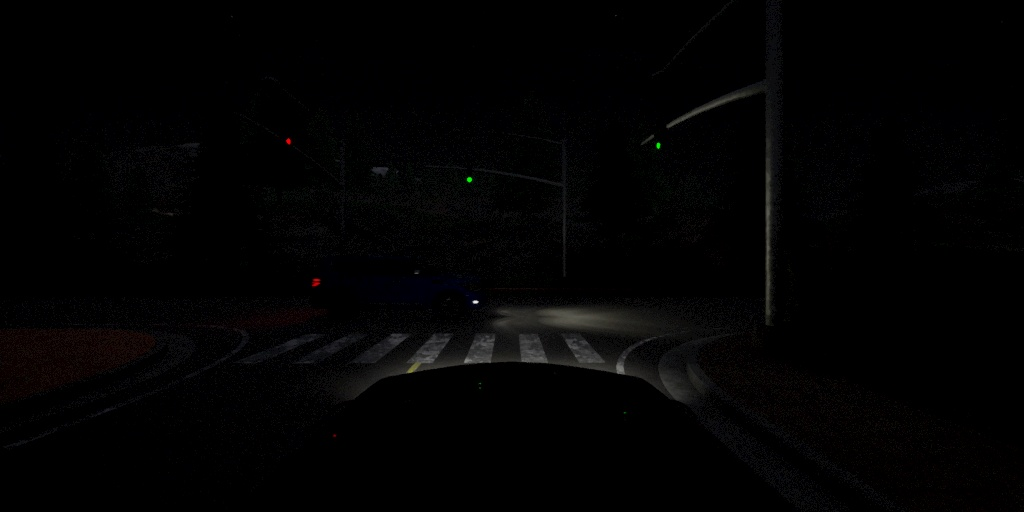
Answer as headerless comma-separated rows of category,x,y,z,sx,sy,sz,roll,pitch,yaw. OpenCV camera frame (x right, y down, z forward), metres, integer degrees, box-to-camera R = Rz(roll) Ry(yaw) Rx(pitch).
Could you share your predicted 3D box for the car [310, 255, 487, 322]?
car,-3.635,0.982,11.923,5.566,2.045,2.150,0,0,0
